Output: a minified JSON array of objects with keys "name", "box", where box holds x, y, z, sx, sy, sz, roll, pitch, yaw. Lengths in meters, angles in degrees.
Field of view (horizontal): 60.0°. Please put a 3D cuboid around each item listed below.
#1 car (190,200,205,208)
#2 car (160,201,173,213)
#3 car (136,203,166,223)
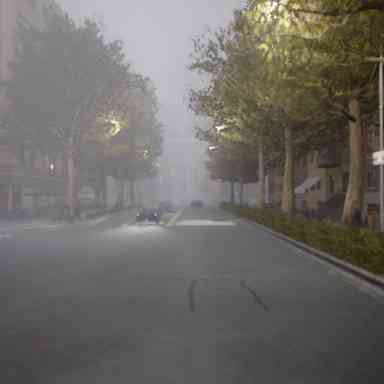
[{"name":"car","box":[1.024,2.213,62.714,1.837,1.490,4.892,0,-2,13]},{"name":"car","box":[-3.570,2.011,44.566,1.837,1.490,4.892,0,-1,0]},{"name":"car","box":[-3.611,1.927,28.714,1.895,1.301,4.718,0,-1,0]}]
